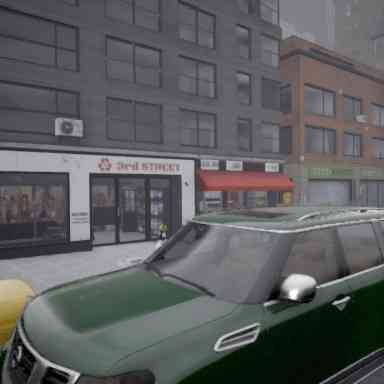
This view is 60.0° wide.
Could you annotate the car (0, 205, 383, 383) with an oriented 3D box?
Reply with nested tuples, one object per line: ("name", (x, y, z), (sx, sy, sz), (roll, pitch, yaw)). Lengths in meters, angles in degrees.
("car", (0.876, 1.221, 4.006), (5.566, 2.045, 2.150), (0, 0, -36))

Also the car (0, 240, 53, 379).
("car", (-4.275, 1.526, 3.614), (4.829, 1.417, 1.752), (0, -1, -36))
